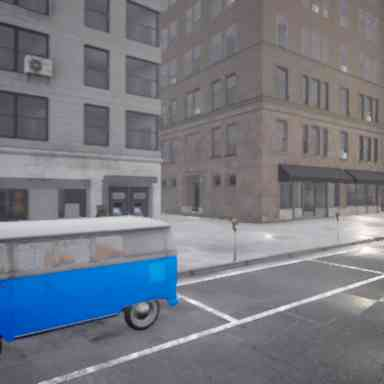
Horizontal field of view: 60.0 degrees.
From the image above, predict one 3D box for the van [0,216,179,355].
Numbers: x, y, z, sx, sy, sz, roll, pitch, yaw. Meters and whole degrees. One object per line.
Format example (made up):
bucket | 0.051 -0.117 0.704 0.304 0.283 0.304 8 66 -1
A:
van | -2.129 1.333 5.233 3.998 1.788 1.690 0 1 -35
